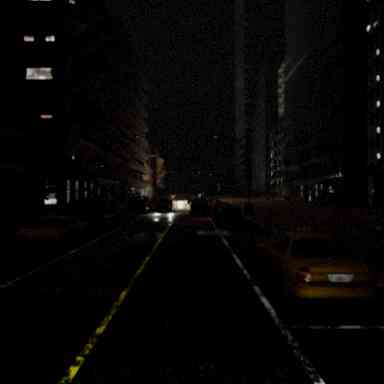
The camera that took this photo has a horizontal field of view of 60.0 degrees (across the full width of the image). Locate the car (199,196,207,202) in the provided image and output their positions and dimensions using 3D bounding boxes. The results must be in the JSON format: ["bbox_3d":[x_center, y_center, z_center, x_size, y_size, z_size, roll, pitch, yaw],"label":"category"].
[{"bbox_3d":[2.699,1.632,80.594,1.802,1.307,4.206,1,0,0],"label":"car"}]

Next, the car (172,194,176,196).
[{"bbox_3d":[-5.680,1.602,80.594,2.008,1.369,4.403,1,0,0],"label":"car"}]

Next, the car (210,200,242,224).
[{"bbox_3d":[2.701,1.563,24.899,2.008,1.369,4.403,1,0,0],"label":"car"}]

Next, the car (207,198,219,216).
[{"bbox_3d":[2.701,1.566,30.467,2.008,1.369,4.403,1,0,0],"label":"car"}]

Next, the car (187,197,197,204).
[{"bbox_3d":[-0.002,1.631,67.378,1.895,1.301,4.718,0,0,0],"label":"car"}]

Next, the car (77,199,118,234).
[{"bbox_3d":[-5.675,1.324,19.330,2.192,1.841,5.009,1,0,0],"label":"car"}]

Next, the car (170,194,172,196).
[{"bbox_3d":[-5.680,1.568,69.286,1.752,1.417,4.829,1,0,0],"label":"car"}]

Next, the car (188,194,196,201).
[{"bbox_3d":[-0.001,1.377,79.567,1.882,1.535,5.008,0,0,0],"label":"car"}]

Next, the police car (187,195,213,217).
[{"bbox_3d":[0.684,1.441,32.250,1.930,1.638,5.238,0,0,-3],"label":"police car"}]

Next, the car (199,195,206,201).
[{"bbox_3d":[2.700,1.580,86.333,1.752,1.417,4.829,1,0,0],"label":"car"}]

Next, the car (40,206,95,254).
[{"bbox_3d":[-5.679,1.532,13.589,1.752,1.417,4.829,1,0,0],"label":"car"}]

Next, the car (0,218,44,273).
[{"bbox_3d":[-5.679,1.570,8.190,1.947,1.339,4.313,1,0,0],"label":"car"}]

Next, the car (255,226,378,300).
[{"bbox_3d":[2.701,1.529,8.359,1.752,1.417,4.829,1,0,0],"label":"car"}]

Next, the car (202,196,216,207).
[{"bbox_3d":[2.702,1.469,52.746,1.967,1.590,4.097,1,0,0],"label":"car"}]

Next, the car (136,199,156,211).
[{"bbox_3d":[-5.680,1.567,41.607,1.887,1.381,4.507,1,0,0],"label":"car"}]

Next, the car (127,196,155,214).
[{"bbox_3d":[-5.676,1.334,36.037,2.192,1.841,5.009,1,0,0],"label":"car"}]

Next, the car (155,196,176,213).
[{"bbox_3d":[-3.096,1.497,37.991,1.882,1.535,5.008,0,0,0],"label":"car"}]

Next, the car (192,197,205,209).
[{"bbox_3d":[0.898,1.531,48.154,1.837,1.490,4.892,0,0,0],"label":"car"}]

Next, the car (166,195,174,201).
[{"bbox_3d":[-5.680,1.580,85.995,1.752,1.417,4.829,1,0,0],"label":"car"}]

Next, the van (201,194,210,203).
[{"bbox_3d":[2.703,1.383,69.456,1.690,1.788,3.998,1,0,0],"label":"van"}]
